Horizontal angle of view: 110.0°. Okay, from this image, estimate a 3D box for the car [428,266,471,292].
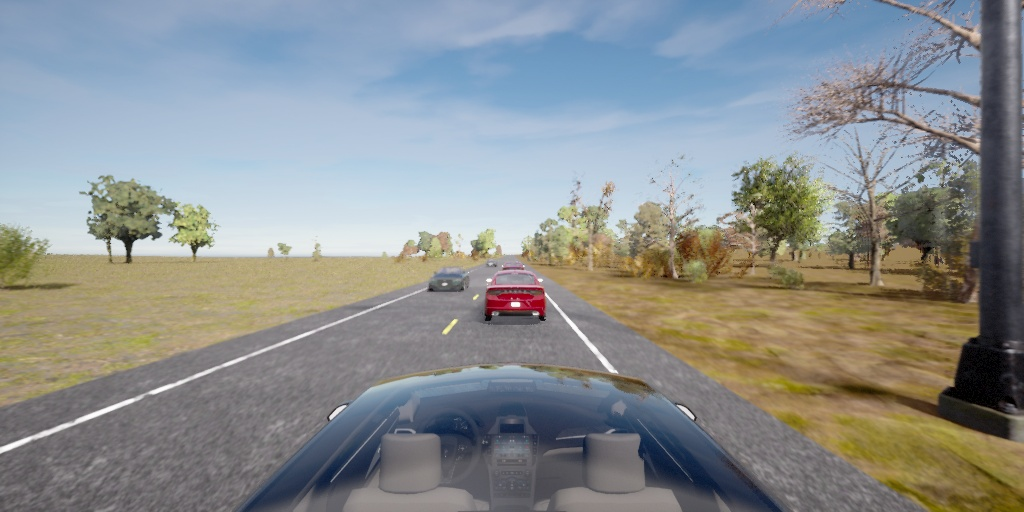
[{"bbox_3d":[-3.598,1.310,21.113,1.994,1.385,4.181,0,0,0],"label":"car"}]

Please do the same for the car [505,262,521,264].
[{"bbox_3d":[0.101,1.216,31.052,1.882,1.535,5.008,0,0,0],"label":"car"}]

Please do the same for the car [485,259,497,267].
[{"bbox_3d":[-3.536,1.184,61.857,2.128,1.511,4.902,0,0,1],"label":"car"}]

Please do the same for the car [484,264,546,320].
[{"bbox_3d":[0.102,1.227,12.677,1.882,1.535,5.008,0,0,0],"label":"car"}]
